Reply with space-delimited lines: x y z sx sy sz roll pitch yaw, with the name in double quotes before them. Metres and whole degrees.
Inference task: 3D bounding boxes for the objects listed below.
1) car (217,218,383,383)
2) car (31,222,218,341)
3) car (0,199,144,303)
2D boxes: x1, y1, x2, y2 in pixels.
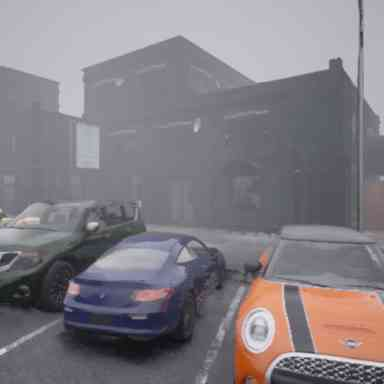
"car" 1.898 1.355 4.788 2.185 1.767 4.553 1 0 16
"car" -0.561 1.507 6.502 2.002 1.452 4.674 0 -1 16
"car" -2.986 1.204 8.229 2.435 2.045 5.566 1 -1 15
